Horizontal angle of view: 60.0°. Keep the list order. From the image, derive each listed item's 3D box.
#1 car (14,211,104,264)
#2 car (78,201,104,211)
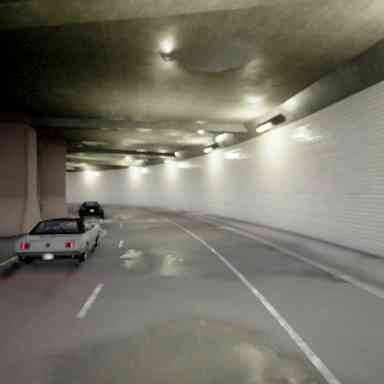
[{"bbox_3d":[-4.465,1.572,11.821,1.895,1.301,4.718,0,0,-8],"label":"car"},{"bbox_3d":[-8.803,1.484,28.902,1.994,1.385,4.181,0,0,-20],"label":"car"}]
